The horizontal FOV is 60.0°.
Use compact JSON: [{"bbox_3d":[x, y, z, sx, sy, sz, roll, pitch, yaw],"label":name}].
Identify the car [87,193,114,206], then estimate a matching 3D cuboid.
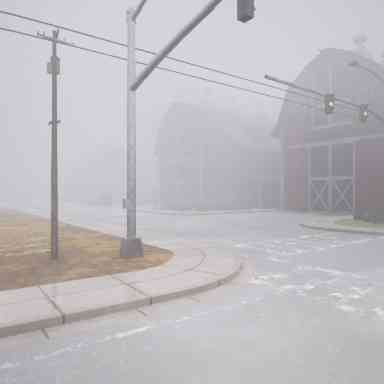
[{"bbox_3d":[-13.846,1.118,50.577,3.866,1.878,1.905,-2,5,11],"label":"car"}]
